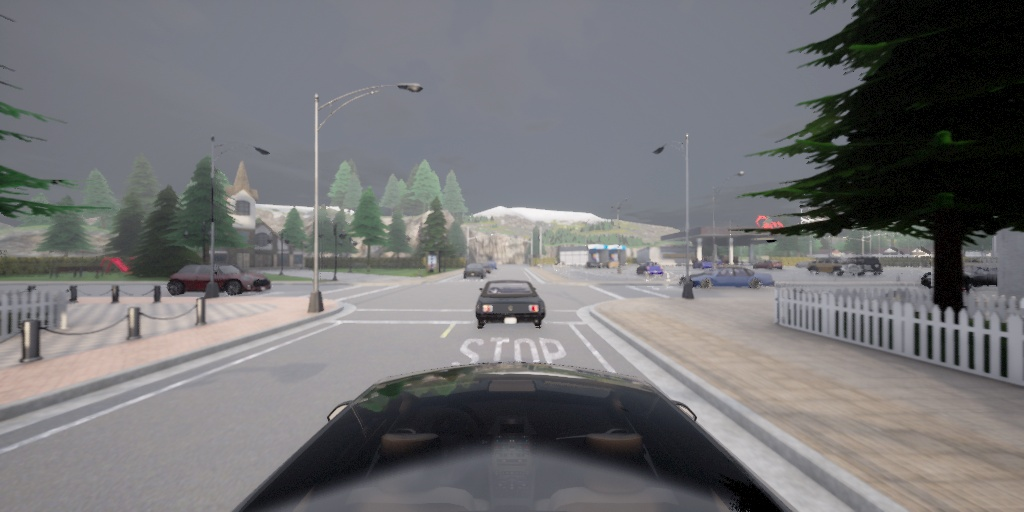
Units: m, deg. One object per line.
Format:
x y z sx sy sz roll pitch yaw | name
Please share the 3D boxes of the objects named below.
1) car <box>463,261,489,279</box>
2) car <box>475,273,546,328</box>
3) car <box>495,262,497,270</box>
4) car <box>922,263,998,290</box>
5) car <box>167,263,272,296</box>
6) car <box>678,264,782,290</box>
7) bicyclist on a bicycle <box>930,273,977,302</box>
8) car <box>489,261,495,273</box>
-3.592 1.423 35.239 1.882 1.535 5.008 0 0 0 | car
-0.136 1.406 11.569 1.895 1.301 4.718 0 0 -3 | car
-3.549 1.568 60.012 1.882 1.535 5.008 0 -1 0 | car
29.113 1.349 22.754 4.902 1.511 2.128 0 0 1 | car
-15.748 1.191 19.507 4.553 1.767 2.097 0 0 1 | car
13.623 1.406 22.915 5.357 1.411 2.033 0 0 1 | car
18.871 1.115 15.378 0.582 1.620 1.656 0 -1 1 | bicyclist on a bicycle
-3.592 1.553 45.540 2.033 1.411 5.357 0 0 0 | car
